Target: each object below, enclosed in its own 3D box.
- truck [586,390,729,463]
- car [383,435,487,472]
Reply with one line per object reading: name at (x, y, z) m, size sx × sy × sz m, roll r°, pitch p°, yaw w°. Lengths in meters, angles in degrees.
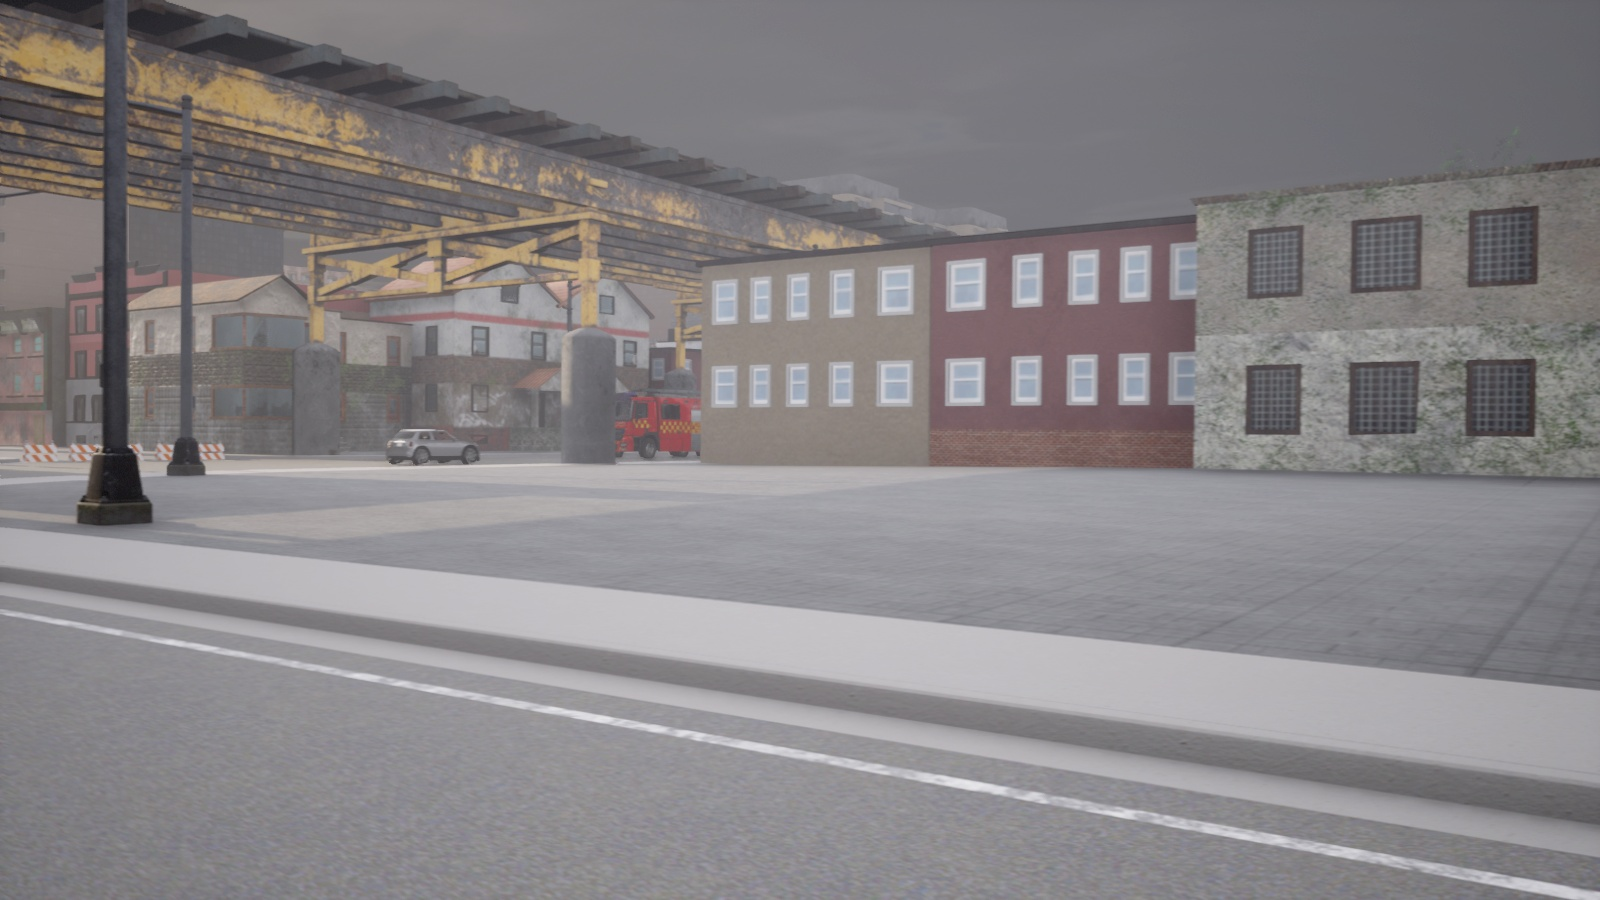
truck at (-7.833, -1.322, 70.314) m, size 2.891 × 3.827 × 8.468 m, roll 0°, pitch 1°, yaw 36°
car at (-15.435, 0.110, 53.228) m, size 1.970 × 1.475 × 3.806 m, roll 0°, pitch 1°, yaw 35°
